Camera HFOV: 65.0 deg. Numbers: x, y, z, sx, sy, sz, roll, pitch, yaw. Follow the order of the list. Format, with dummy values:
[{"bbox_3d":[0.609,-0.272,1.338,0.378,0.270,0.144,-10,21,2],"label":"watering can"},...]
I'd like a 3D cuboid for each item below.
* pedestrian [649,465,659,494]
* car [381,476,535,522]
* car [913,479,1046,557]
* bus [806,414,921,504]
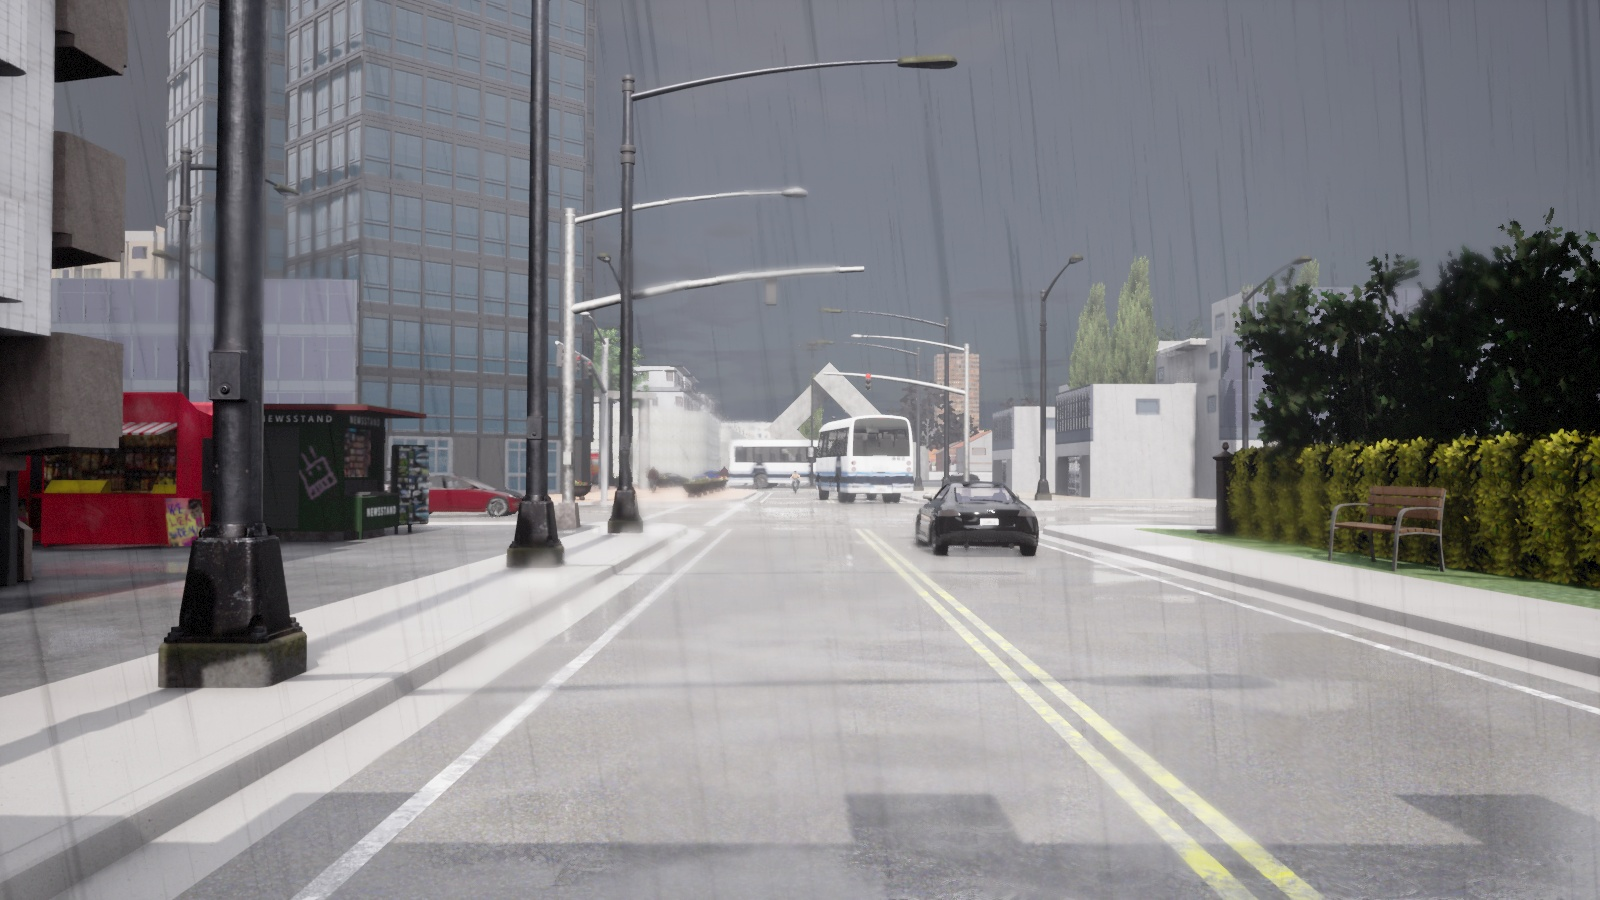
[{"bbox_3d":[-9.351,1.898,80.343,0.634,1.844,0.899,0,-1,-8],"label":"pedestrian"},{"bbox_3d":[-11.875,1.694,43.880,4.792,1.488,2.163,-1,-1,-1],"label":"car"},{"bbox_3d":[3.437,1.280,24.800,1.994,1.385,4.181,0,-1,0],"label":"car"},{"bbox_3d":[3.052,0.513,64.891,3.944,4.253,10.273,0,-1,-9],"label":"bus"}]
